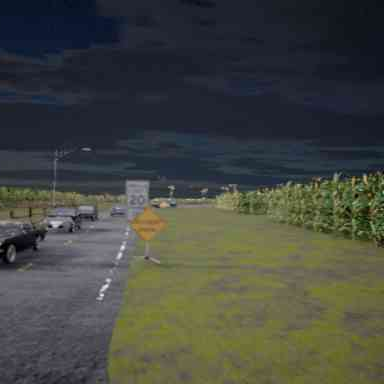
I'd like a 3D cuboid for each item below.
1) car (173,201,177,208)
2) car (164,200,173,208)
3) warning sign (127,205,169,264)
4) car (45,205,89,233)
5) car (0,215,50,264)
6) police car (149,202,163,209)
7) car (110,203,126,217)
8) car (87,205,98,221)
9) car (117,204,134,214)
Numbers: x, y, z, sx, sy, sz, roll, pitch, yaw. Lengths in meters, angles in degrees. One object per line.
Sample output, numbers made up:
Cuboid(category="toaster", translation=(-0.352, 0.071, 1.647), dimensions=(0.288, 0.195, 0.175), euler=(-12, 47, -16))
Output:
Cuboid(category="car", translation=(-6.087, 3.464, 95.434), dimensions=(2.150, 2.045, 5.566), euler=(1, -1, 13))
Cuboid(category="car", translation=(-7.292, 3.530, 89.808), dimensions=(1.801, 1.575, 5.366), euler=(1, -1, 11))
Cuboid(category="warning sign", translation=(-1.500, 1.393, 11.295), dimensions=(1.300, 1.860, 1.060), euler=(2, -2, -8))
Cuboid(category="car", translation=(-8.680, 1.848, 22.576), dimensions=(2.128, 1.511, 4.902), euler=(2, -2, -10))
Cuboid(category="car", translation=(-7.080, 1.742, 12.454), dimensions=(1.895, 1.301, 4.718), euler=(2, -2, -8))
Cuboid(category="police car", translation=(-8.830, 3.228, 80.005), dimensions=(1.930, 1.638, 5.238), euler=(2, -1, 7))
Cuboid(category="car", translation=(-9.186, 2.214, 42.546), dimensions=(2.097, 1.767, 4.553), euler=(2, -2, -7))
Cuboid(category="car", translation=(-10.601, 2.061, 33.478), dimensions=(1.882, 1.535, 5.008), euler=(2, -1, -10))
Cuboid(category="car", translation=(-10.329, 2.639, 52.084), dimensions=(1.994, 1.385, 4.181), euler=(2, -1, -4))
